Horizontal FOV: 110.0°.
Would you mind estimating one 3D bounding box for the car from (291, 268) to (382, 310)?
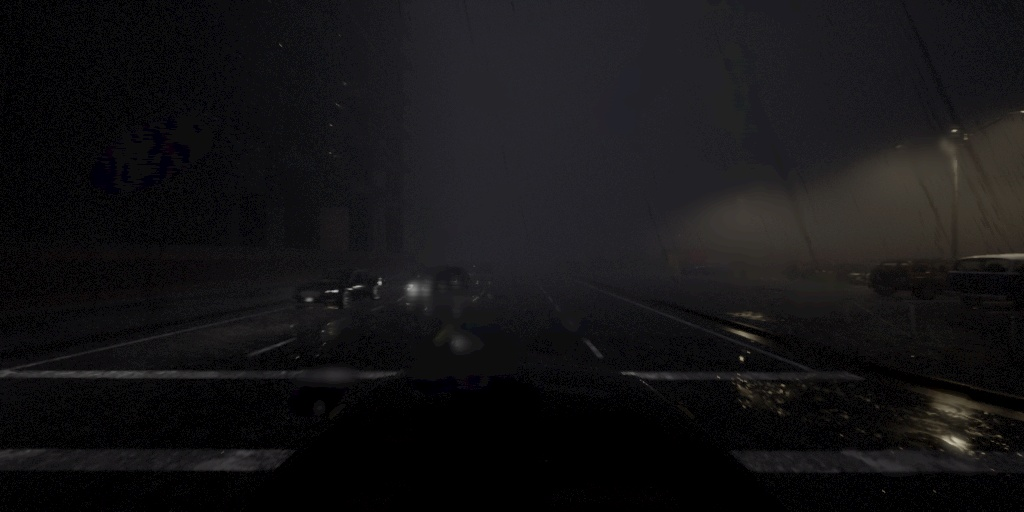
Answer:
[{"bbox_3d":[-7.033,1.263,14.910,2.128,1.511,4.902,0,0,0],"label":"car"}]

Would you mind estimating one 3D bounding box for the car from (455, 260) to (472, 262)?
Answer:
[{"bbox_3d":[-6.721,1.410,45.767,1.837,1.490,4.892,0,-1,1],"label":"car"}]

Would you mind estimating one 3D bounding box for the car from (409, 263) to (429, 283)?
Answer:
[{"bbox_3d":[-6.831,1.322,29.037,2.128,1.511,4.902,0,0,1],"label":"car"}]

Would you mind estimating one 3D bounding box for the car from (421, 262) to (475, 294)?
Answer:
[{"bbox_3d":[-3.489,1.305,20.445,1.837,1.490,4.892,0,0,0],"label":"car"}]

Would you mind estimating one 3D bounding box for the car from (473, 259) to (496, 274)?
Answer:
[{"bbox_3d":[-3.264,1.425,43.477,1.812,1.442,4.674,0,0,1],"label":"car"}]
